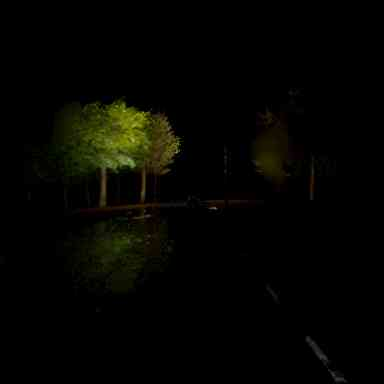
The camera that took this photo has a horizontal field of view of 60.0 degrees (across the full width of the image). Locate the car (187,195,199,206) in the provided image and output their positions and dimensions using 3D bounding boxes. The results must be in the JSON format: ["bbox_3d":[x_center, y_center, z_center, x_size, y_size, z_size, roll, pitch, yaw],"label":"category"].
[{"bbox_3d":[0.158,1.410,52.695,1.837,1.490,4.892,0,0,0],"label":"car"}]

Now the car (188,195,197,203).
[{"bbox_3d":[0.080,1.453,71.003,1.882,1.535,5.008,0,0,0],"label":"car"}]
